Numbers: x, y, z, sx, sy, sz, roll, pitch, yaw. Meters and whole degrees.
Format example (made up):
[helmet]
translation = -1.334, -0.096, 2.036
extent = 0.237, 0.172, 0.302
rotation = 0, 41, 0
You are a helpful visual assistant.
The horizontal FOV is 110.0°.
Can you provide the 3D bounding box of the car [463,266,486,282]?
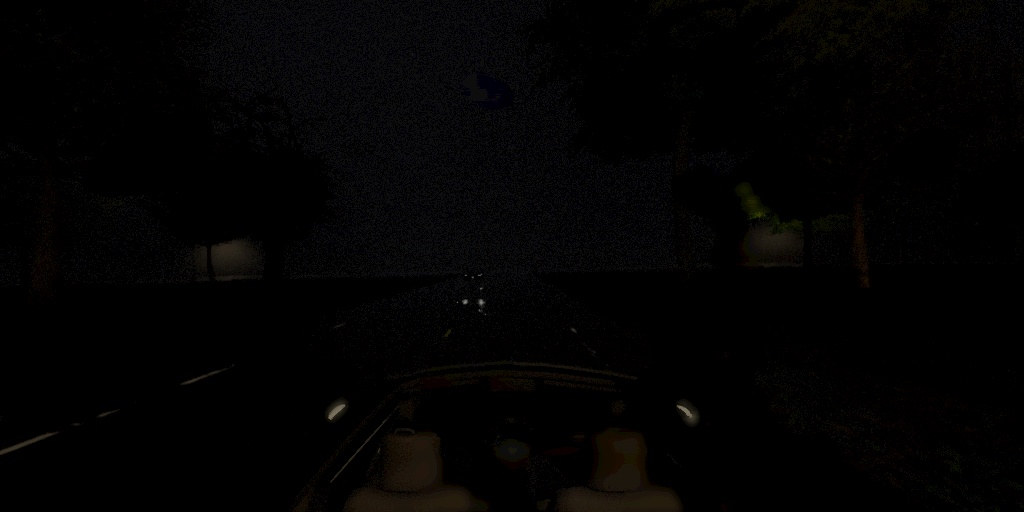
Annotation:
[car]
translation = -3.594, 1.747, 35.095
extent = 1.837, 1.490, 4.892
rotation = 0, -1, 0
